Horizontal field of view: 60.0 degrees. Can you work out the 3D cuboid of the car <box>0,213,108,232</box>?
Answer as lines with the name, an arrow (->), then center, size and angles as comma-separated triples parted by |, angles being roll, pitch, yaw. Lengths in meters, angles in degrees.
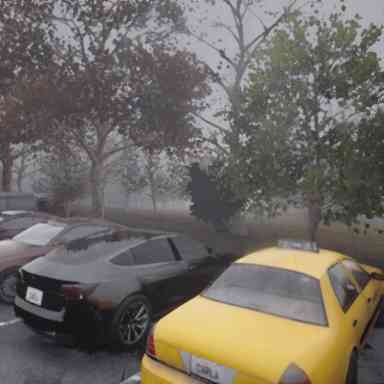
car -> -3.119, 1.377, 8.020 | 2.002, 1.452, 4.674 | 2, 1, 36

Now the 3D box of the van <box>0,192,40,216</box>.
van -> -7.619, 0.975, 11.098 | 1.878, 1.987, 4.442 | 2, 2, 36

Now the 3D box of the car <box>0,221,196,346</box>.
car -> -0.740, 1.432, 6.341 | 2.163, 1.488, 4.792 | 2, 1, 36

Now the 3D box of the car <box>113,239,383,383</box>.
car -> 1.618, 1.454, 4.838 | 1.946, 1.575, 5.366 | 1, 1, 36
